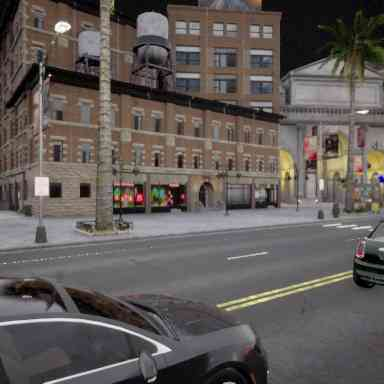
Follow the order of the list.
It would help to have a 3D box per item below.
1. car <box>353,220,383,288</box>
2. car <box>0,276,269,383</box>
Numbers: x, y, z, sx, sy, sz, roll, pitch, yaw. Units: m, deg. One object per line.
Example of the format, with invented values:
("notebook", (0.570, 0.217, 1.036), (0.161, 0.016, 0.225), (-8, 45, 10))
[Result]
("car", (5.916, 1.351, 7.994), (4.553, 1.767, 2.097), (0, 0, -35))
("car", (-1.459, 1.505, 2.698), (4.892, 1.490, 1.837), (0, 0, -36))
